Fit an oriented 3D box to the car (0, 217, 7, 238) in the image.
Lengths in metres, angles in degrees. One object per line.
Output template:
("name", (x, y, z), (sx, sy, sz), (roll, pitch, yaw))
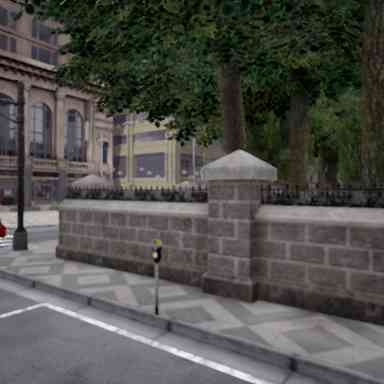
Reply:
("car", (-10.305, 1.254, 12.853), (2.150, 2.045, 5.566), (0, -1, 35))
